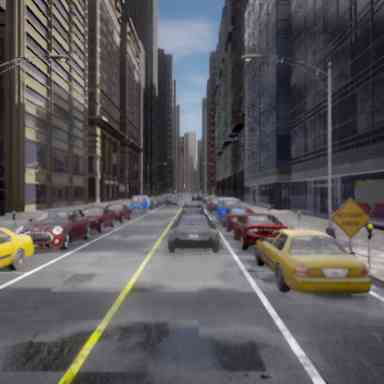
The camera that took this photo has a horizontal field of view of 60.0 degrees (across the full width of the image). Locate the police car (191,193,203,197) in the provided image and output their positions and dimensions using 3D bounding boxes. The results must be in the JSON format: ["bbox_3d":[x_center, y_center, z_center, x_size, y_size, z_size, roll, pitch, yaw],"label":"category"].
[{"bbox_3d":[0.860,1.420,75.743,1.930,1.638,5.238,0,0,0],"label":"police car"}]

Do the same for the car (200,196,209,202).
[{"bbox_3d":[2.766,1.560,75.786,1.947,1.339,4.313,0,0,0],"label":"car"}]

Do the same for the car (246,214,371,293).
[{"bbox_3d":[2.766,1.524,8.730,1.752,1.417,4.829,0,0,0],"label":"car"}]

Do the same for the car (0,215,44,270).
[{"bbox_3d":[-5.759,1.524,8.382,1.752,1.417,4.829,0,0,0],"label":"car"}]

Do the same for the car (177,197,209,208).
[{"bbox_3d":[0.070,1.489,28.903,2.128,1.511,4.902,0,0,0],"label":"car"}]

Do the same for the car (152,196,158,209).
[{"bbox_3d":[-5.759,1.577,42.162,1.802,1.307,4.206,0,0,0],"label":"car"}]

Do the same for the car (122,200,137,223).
[{"bbox_3d":[-5.759,1.542,25.358,1.887,1.381,4.507,0,0,0],"label":"car"}]

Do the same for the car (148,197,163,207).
[{"bbox_3d":[-5.759,1.560,53.366,1.947,1.339,4.313,0,0,0],"label":"car"}]

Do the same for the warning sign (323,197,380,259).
[{"bbox_3d":[5.064,1.114,10.640,1.300,1.860,1.060,0,0,0],"label":"warning sign"}]

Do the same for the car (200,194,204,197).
[{"bbox_3d":[2.766,1.539,58.979,1.887,1.381,4.507,0,0,0],"label":"car"}]

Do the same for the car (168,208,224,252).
[{"bbox_3d":[0.072,1.561,13.938,1.994,1.385,4.181,0,0,0],"label":"car"}]

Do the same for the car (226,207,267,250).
[{"bbox_3d":[2.766,1.543,14.162,1.887,1.381,4.507,0,0,0],"label":"car"}]

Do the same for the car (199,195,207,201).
[{"bbox_3d":[2.766,1.548,86.989,2.008,1.369,4.403,0,0,0],"label":"car"}]

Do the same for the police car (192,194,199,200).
[{"bbox_3d":[0.900,1.424,91.746,1.930,1.638,5.238,0,0,0],"label":"police car"}]

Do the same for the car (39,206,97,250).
[{"bbox_3d":[-5.759,1.439,14.153,1.967,1.590,4.097,0,0,0],"label":"car"}]

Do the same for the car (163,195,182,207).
[{"bbox_3d":[-3.080,1.542,51.305,2.033,1.411,5.357,0,0,0],"label":"car"}]

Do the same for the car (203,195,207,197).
[{"bbox_3d":[2.766,1.435,42.173,1.967,1.590,4.097,0,0,0],"label":"car"}]

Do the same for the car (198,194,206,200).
[{"bbox_3d":[2.766,1.439,92.592,1.967,1.590,4.097,0,0,0],"label":"car"}]

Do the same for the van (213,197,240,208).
[{"bbox_3d":[2.767,1.338,25.366,1.690,1.788,3.998,0,0,0],"label":"van"}]

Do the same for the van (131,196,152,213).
[{"bbox_3d":[-5.759,1.337,36.561,1.690,1.788,3.998,0,0,0],"label":"van"}]

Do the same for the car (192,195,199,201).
[{"bbox_3d":[0.841,1.502,85.637,1.837,1.490,4.892,0,0,0],"label":"car"}]

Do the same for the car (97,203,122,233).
[{"bbox_3d":[-5.759,1.542,19.755,1.887,1.381,4.507,0,0,0],"label":"car"}]

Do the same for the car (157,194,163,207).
[{"bbox_3d":[-5.759,1.435,47.765,1.967,1.590,4.097,0,0,0],"label":"car"}]

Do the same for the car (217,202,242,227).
[{"bbox_3d":[2.766,1.542,19.764,1.887,1.381,4.507,0,0,0],"label":"car"}]

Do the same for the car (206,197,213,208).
[{"bbox_3d":[2.766,1.541,36.571,1.887,1.381,4.507,0,0,0],"label":"car"}]
